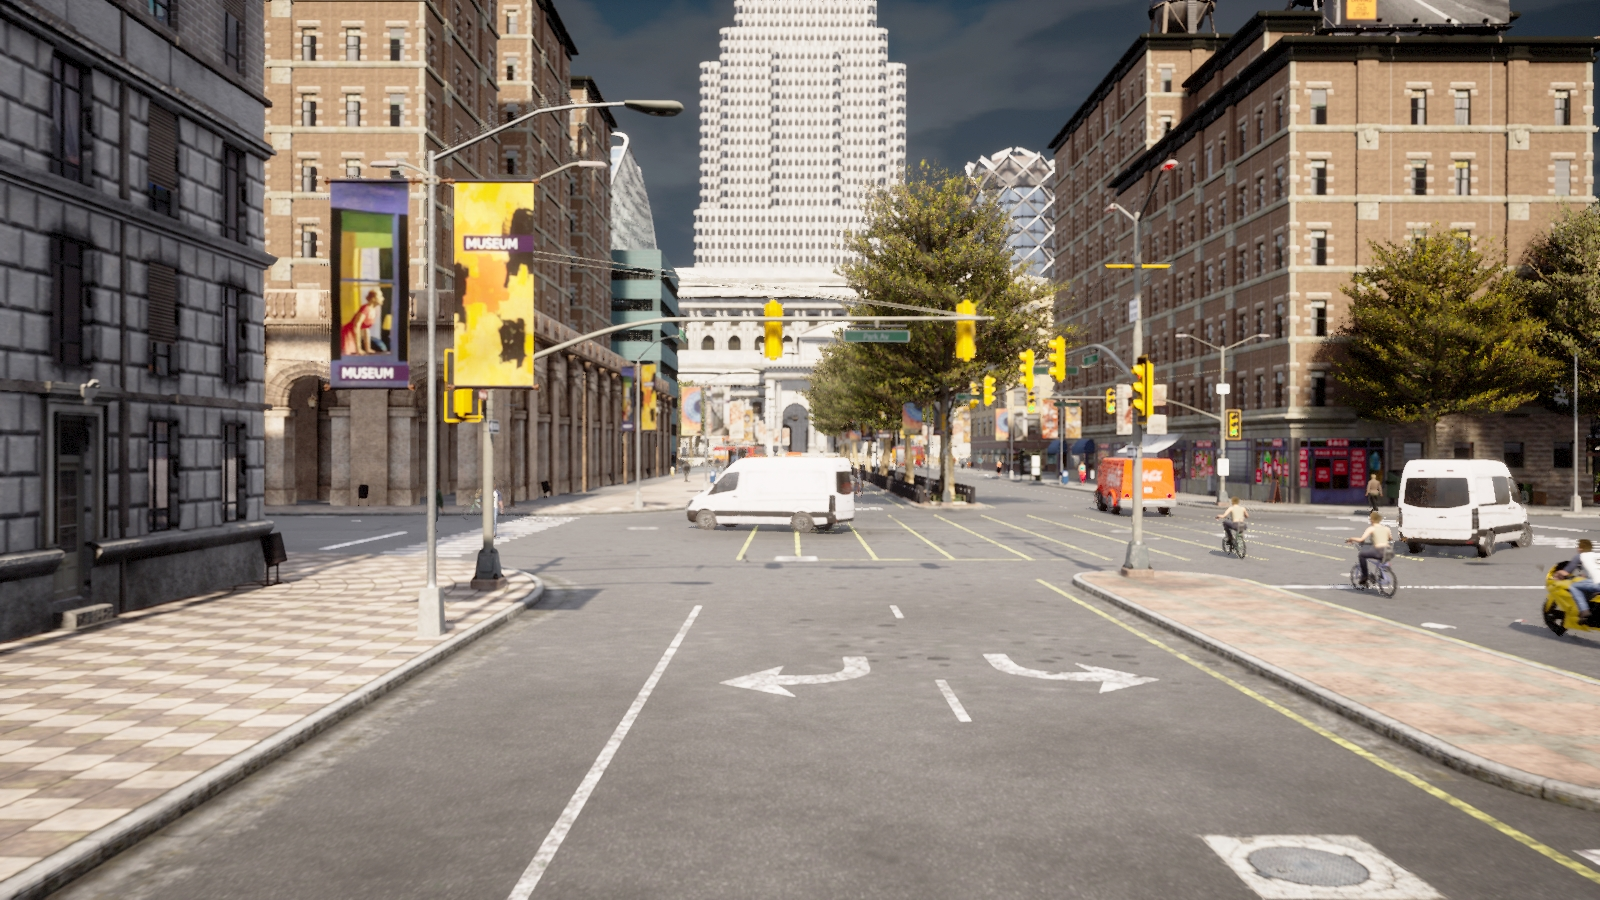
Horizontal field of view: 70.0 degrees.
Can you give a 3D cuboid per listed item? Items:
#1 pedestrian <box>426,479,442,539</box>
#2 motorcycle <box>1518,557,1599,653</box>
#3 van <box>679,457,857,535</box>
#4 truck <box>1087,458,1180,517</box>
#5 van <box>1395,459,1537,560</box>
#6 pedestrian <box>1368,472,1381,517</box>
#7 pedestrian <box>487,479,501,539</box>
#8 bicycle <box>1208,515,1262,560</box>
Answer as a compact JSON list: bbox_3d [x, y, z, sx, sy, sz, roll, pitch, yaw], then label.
[{"bbox_3d":[-11.456,1.852,35.792,0.375,1.860,0.375,0,0,0],"label":"pedestrian"},{"bbox_3d":[11.449,2.228,16.559,0.803,1.145,2.033,0,0,0],"label":"motorcycle"},{"bbox_3d":[-1.130,1.547,39.874,5.915,2.561,1.988,0,-1,23],"label":"van"},{"bbox_3d":[14.807,1.597,51.158,2.627,2.467,5.204,0,0,0],"label":"truck"},{"bbox_3d":[18.772,1.560,32.064,1.988,2.561,5.915,-1,-1,45],"label":"van"},{"bbox_3d":[24.335,1.884,48.368,0.375,1.860,0.375,0,0,5],"label":"pedestrian"},{"bbox_3d":[-9.666,1.854,36.118,0.375,1.860,0.375,0,0,-8],"label":"pedestrian"},{"bbox_3d":[11.380,2.276,29.949,0.859,1.080,1.487,0,0,0],"label":"bicycle"}]
